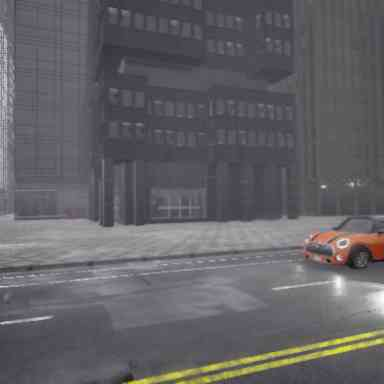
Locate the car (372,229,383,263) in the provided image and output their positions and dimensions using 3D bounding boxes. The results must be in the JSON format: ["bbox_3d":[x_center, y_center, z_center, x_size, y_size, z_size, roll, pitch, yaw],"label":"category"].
[{"bbox_3d":[7.360,1.755,8.981,4.181,1.385,1.994,0,-2,-21],"label":"car"}]

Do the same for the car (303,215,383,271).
[{"bbox_3d":[6.318,1.659,12.067,4.553,1.767,2.097,0,-2,-21],"label":"car"}]
